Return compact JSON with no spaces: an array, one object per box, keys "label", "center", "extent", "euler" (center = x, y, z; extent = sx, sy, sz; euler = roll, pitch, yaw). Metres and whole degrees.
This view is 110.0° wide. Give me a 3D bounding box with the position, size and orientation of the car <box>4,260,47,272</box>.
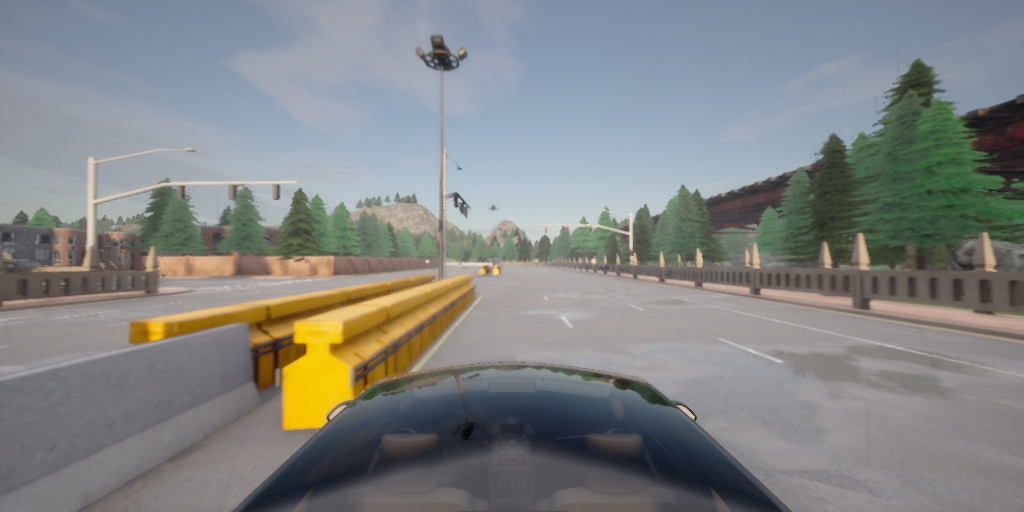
[{"label":"car","center":[-43.062,1.375,31.376],"extent":[5.566,2.045,2.150],"euler":[0,-1,0]}]
